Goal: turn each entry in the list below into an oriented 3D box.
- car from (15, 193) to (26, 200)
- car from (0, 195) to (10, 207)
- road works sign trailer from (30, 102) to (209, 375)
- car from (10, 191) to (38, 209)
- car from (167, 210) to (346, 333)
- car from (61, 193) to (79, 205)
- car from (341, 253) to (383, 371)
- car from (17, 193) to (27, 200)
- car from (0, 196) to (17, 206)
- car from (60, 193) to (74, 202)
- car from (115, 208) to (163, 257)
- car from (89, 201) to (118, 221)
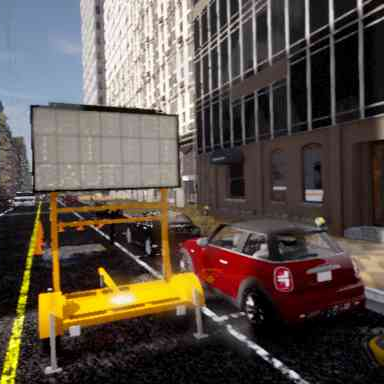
[{"bbox_3d":[-38.869,1.070,75.390,2.008,1.369,4.403,-2,1,-24],"label":"car"},{"bbox_3d":[-24.992,1.197,44.470,1.967,1.590,4.097,-2,1,-24],"label":"car"},{"bbox_3d":[-1.387,0.368,5.699,2.380,3.560,2.880,-2,1,-24],"label":"road works sign trailer"},{"bbox_3d":[-20.057,0.936,39.904,2.150,2.045,5.566,-2,1,-24],"label":"car"},{"bbox_3d":[1.158,1.253,6.674,1.967,1.590,4.097,-2,1,-24],"label":"car"},{"bbox_3d":[-17.347,1.016,47.900,1.887,1.381,4.507,-2,1,-24],"label":"car"},{"bbox_3d":[3.403,1.381,1.679,1.752,1.417,4.829,-2,1,-24],"label":"car"},{"bbox_3d":[-41.181,1.031,80.543,2.008,1.369,4.403,-2,1,-24],"label":"car"},{"bbox_3d":[-27.301,1.298,49.626,1.802,1.307,4.206,-2,1,-24],"label":"car"},{"bbox_3d":[-21.974,0.940,58.206,2.008,1.369,4.403,-2,1,-24],"label":"car"},{"bbox_3d":[-1.154,1.318,11.830,2.008,1.369,4.403,-2,1,-24],"label":"car"},{"bbox_3d":[-5.779,1.246,22.136,1.947,1.339,4.313,-2,1,-24],"label":"car"}]
